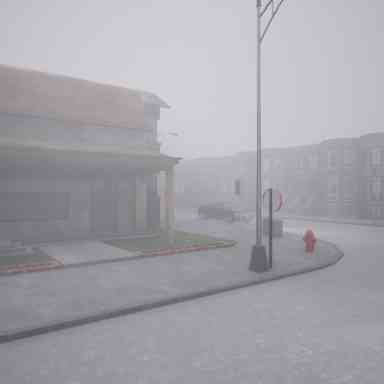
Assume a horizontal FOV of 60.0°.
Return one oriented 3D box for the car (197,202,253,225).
[{"bbox_3d":[2.343,1.491,24.510,2.128,1.511,4.902,0,0,-35],"label":"car"}]
